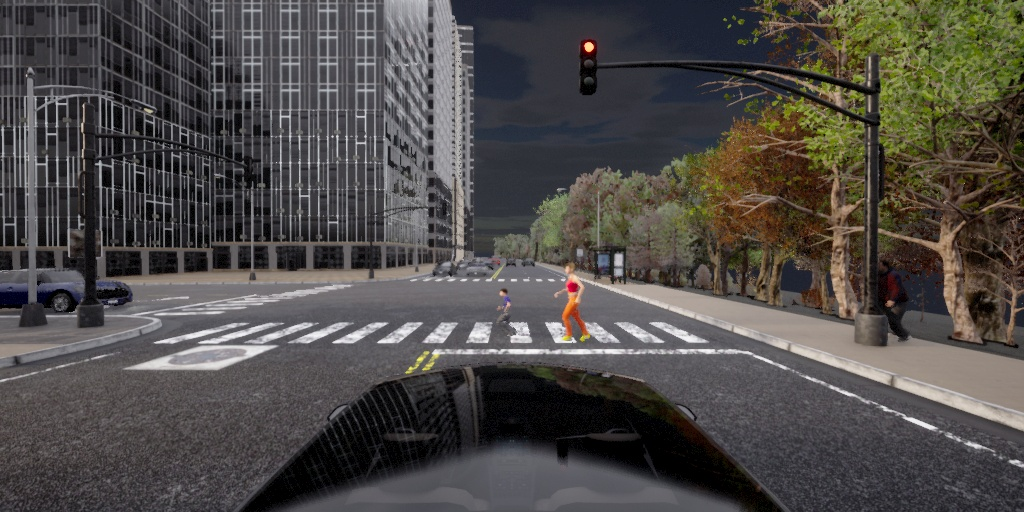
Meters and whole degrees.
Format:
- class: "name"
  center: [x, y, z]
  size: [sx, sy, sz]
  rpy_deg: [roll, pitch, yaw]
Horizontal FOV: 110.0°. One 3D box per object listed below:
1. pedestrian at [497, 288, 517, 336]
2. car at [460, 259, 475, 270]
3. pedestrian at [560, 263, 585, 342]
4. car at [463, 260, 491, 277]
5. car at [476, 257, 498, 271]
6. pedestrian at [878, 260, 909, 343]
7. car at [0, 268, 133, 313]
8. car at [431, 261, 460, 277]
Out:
- class: "pedestrian"
  center: [-0.117, 1.323, 8.781]
  size: [0.375, 1.300, 0.375]
  rpy_deg: [0, 0, 0]
- class: "car"
  center: [-6.720, 1.233, 50.474]
  size: [2.128, 1.511, 4.902]
  rpy_deg: [0, 0, 0]
- class: "pedestrian"
  center: [1.399, 1.043, 8.318]
  size: [0.375, 1.860, 0.375]
  rpy_deg: [0, 0, 0]
- class: "car"
  center: [-3.436, 1.345, 36.040]
  size: [1.895, 1.301, 4.718]
  rpy_deg: [0, 0, 0]
- class: "car"
  center: [-3.472, 1.289, 50.617]
  size: [2.033, 1.411, 5.357]
  rpy_deg: [0, 0, 0]
- class: "pedestrian"
  center: [7.960, 0.890, 7.599]
  size: [0.375, 1.860, 0.375]
  rpy_deg: [0, 0, 0]
- class: "car"
  center: [-18.371, 1.285, 14.515]
  size: [4.553, 1.767, 2.097]
  rpy_deg: [-1, 0, 0]
- class: "car"
  center: [-6.686, 1.271, 35.970]
  size: [1.812, 1.442, 4.674]
  rpy_deg: [0, 0, 0]
